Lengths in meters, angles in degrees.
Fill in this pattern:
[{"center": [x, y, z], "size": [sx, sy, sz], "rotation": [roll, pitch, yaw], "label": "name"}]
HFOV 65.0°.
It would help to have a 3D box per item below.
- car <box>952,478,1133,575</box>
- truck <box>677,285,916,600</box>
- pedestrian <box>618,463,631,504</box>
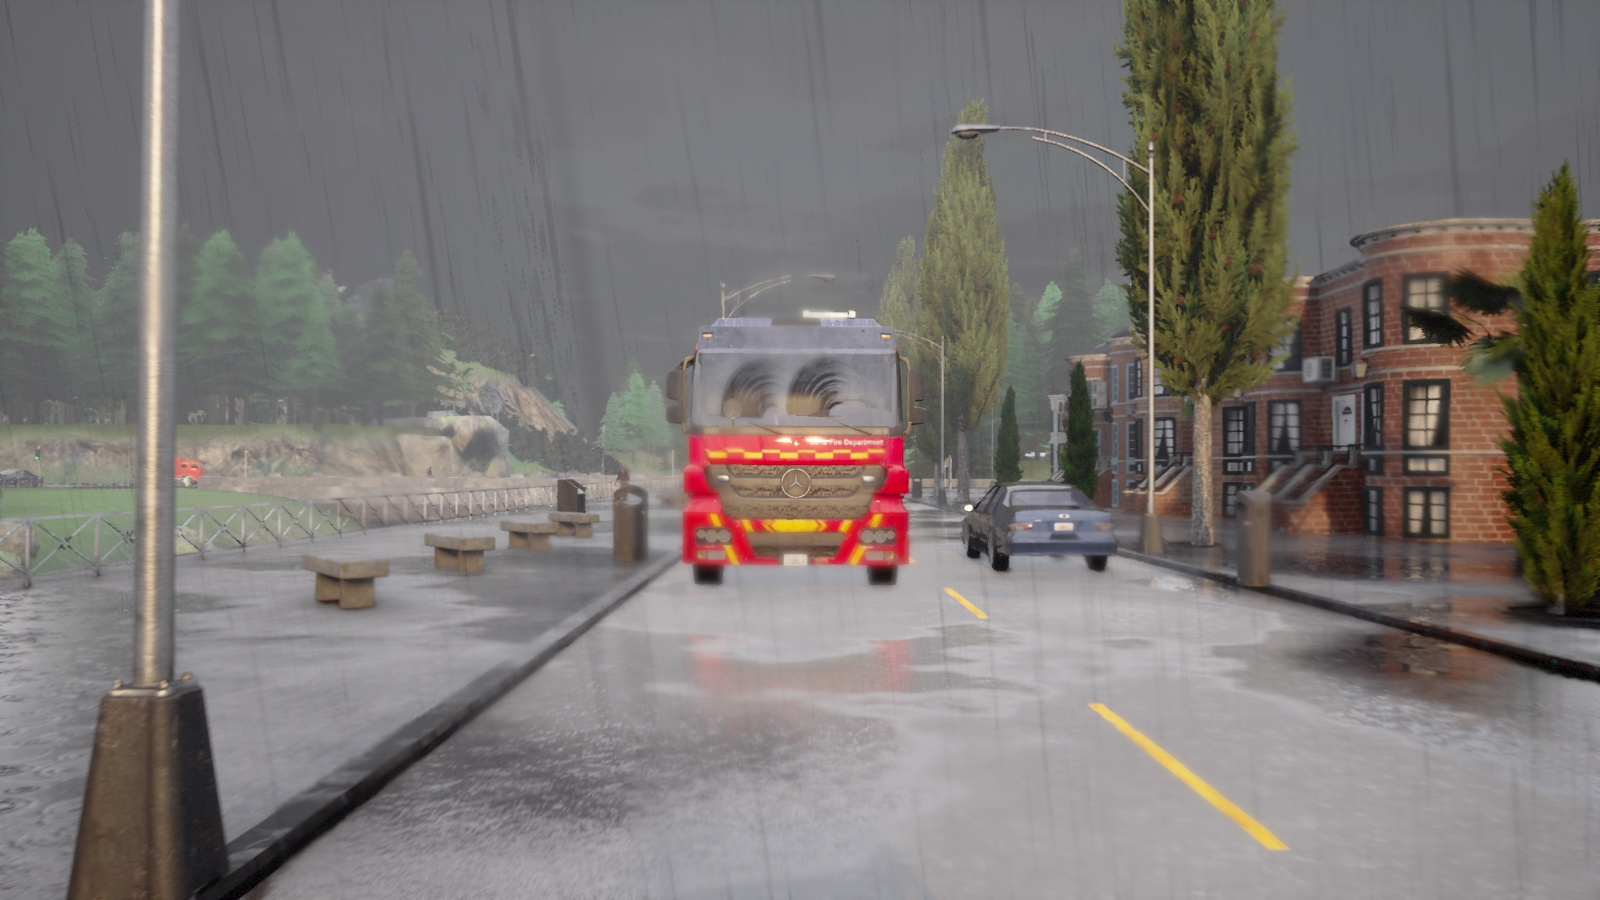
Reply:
[{"center": [3.943, 1.205, 21.424], "size": [2.033, 1.411, 5.357], "rotation": [0, -1, 0], "label": "car"}, {"center": [-0.056, -0.023, 19.536], "size": [2.891, 3.827, 8.468], "rotation": [0, -1, 0], "label": "truck"}, {"center": [-8.041, 1.520, 57.535], "size": [0.376, 1.854, 0.720], "rotation": [0, -1, 14], "label": "pedestrian"}]
